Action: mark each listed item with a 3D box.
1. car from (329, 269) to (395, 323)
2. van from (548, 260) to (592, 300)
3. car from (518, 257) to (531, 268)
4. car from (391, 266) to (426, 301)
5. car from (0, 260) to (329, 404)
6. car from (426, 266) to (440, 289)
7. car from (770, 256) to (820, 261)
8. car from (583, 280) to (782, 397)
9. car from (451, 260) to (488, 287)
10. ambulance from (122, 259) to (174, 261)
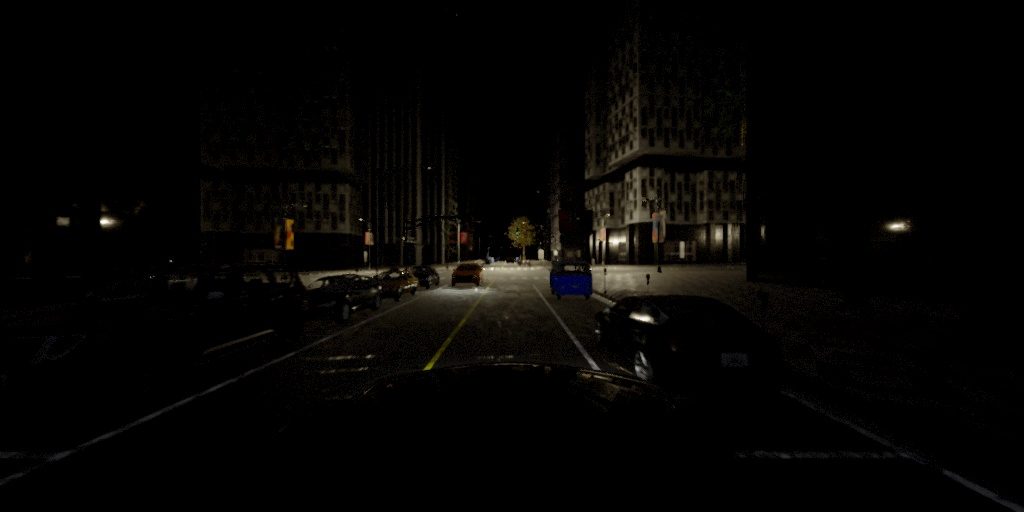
[{"bbox_3d":[-5.766,1.313,12.031,2.007,1.370,4.403,0,0,0],"label":"car"},{"bbox_3d":[2.757,1.109,17.548,1.690,1.789,3.998,0,0,0],"label":"van"},{"bbox_3d":[2.548,1.382,65.316,2.007,1.370,4.403,0,0,-1],"label":"car"},{"bbox_3d":[-5.768,1.294,17.374,1.751,1.417,4.829,0,0,0],"label":"car"},{"bbox_3d":[-5.765,1.071,6.518,2.192,1.841,5.009,0,0,0],"label":"car"},{"bbox_3d":[-5.770,1.326,23.057,2.007,1.370,4.403,0,0,0],"label":"car"},{"bbox_3d":[37.206,0.599,46.756,5.008,1.535,1.882,-1,0,0],"label":"car"},{"bbox_3d":[2.760,1.321,6.524,1.948,1.339,4.313,0,0,0],"label":"car"},{"bbox_3d":[-3.053,1.255,25.310,1.882,1.535,5.008,0,0,1],"label":"car"},{"bbox_3d":[-42.598,1.600,42.951,6.366,2.431,2.351,-1,0,0],"label":"ambulance"}]
